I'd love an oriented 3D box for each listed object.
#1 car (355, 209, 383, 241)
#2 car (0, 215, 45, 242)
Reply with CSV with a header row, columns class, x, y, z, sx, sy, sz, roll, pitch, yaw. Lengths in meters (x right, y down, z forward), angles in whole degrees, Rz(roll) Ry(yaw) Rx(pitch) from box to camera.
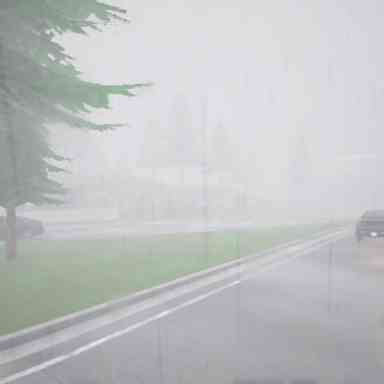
class,x,y,z,sx,sy,sz,roll,pitch,yaw
car,9.606,1.607,16.571,1.837,1.490,4.892,-2,-2,40
car,-10.999,2.089,18.883,4.892,1.490,1.837,-1,-1,-25
